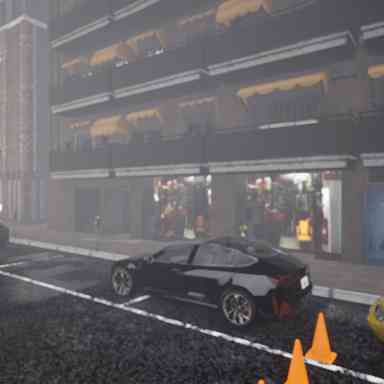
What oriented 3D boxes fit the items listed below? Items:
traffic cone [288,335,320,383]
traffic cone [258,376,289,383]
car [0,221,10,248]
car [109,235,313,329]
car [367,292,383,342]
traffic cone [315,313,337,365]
[{"bbox_3d":[1.186,1.954,3.737,0.340,0.580,0.340,0,0,35],"label":"traffic cone"},{"bbox_3d":[0.609,1.954,2.920,0.340,0.580,0.340,0,0,35],"label":"traffic cone"},{"bbox_3d":[-9.016,1.542,13.356,4.403,1.369,2.008,0,0,35],"label":"car"},{"bbox_3d":[0.209,1.563,6.835,4.313,1.339,1.947,0,0,35],"label":"car"},{"bbox_3d":[4.683,1.526,3.672,4.829,1.417,1.752,0,0,35],"label":"car"},{"bbox_3d":[1.763,1.954,4.553,0.340,0.580,0.340,0,0,35],"label":"traffic cone"}]
